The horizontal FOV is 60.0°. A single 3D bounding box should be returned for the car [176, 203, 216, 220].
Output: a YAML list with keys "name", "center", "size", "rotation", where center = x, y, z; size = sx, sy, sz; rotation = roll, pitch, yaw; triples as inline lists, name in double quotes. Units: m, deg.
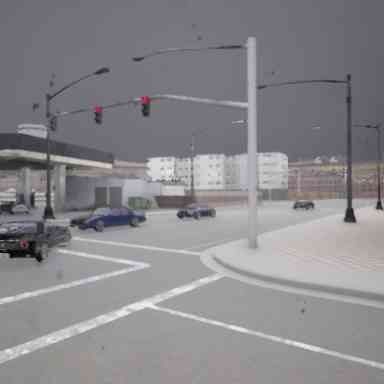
- name: "car"
  center: [0.428, 1.683, 29.864]
  size: [1.994, 1.385, 4.181]
  rotation: [0, 0, 35]

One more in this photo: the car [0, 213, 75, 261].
- name: "car"
  center: [-6.003, 1.685, 12.404]
  size: [1.895, 1.301, 4.718]
  rotation: [0, 0, -7]

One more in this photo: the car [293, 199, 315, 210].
- name: "car"
  center: [14.894, 1.622, 44.350]
  size: [1.812, 1.442, 4.674]
  rotation: [0, 0, 35]

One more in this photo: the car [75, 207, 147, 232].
- name: "car"
  center: [-5.267, 1.665, 21.601]
  size: [2.033, 1.411, 5.357]
  rotation: [0, 0, 34]

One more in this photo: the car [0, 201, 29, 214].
- name: "car"
  center: [-19.926, 1.720, 37.058]
  size: [3.806, 1.475, 1.970]
  rotation: [0, 0, 36]
